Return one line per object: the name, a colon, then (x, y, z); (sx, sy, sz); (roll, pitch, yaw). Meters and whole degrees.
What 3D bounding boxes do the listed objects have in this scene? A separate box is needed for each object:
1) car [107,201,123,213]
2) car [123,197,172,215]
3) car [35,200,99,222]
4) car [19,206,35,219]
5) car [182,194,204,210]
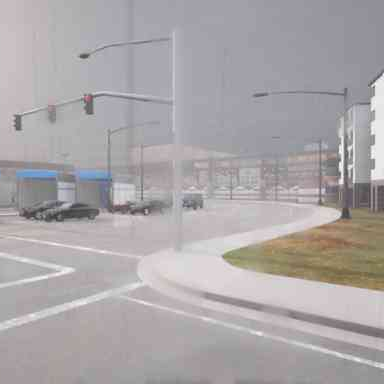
car: (-7.054, 1.601, 36.365); (1.895, 1.301, 4.718); (0, 0, 30)
car: (-4.445, 1.505, 34.018); (1.837, 1.490, 4.892); (0, 0, 30)
car: (-9.576, 1.526, 26.531); (1.812, 1.442, 4.674); (0, 0, 36)
car: (-12.285, 1.505, 28.756); (1.837, 1.490, 4.892); (0, 0, 36)
car: (-0.018, 1.221, 43.732); (2.150, 2.045, 5.566); (0, 0, 16)
